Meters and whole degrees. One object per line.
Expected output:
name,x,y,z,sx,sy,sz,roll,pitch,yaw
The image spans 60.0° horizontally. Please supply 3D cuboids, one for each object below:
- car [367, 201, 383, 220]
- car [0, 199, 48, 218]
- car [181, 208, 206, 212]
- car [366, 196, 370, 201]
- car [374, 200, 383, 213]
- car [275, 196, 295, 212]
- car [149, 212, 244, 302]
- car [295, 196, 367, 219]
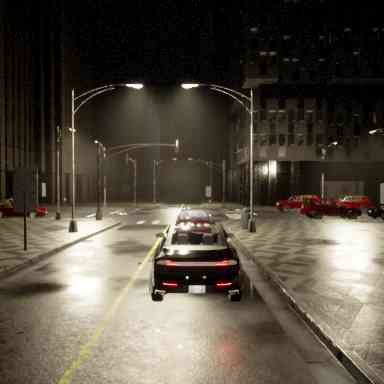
car,17.716,1.742,29.204,4.313,1.339,1.947,0,1,0
car,-14.968,1.567,29.050,4.507,1.381,1.887,0,1,0
car,0.071,1.550,17.963,2.033,1.411,5.357,0,0,0
car,17.687,1.353,37.725,5.009,1.841,2.192,0,1,0
car,23.329,1.634,37.754,4.313,1.339,1.947,0,1,0
car,12.044,1.325,37.698,5.009,1.841,2.192,0,1,0
car,0.086,1.490,8.253,2.128,1.511,4.902,0,0,0
car,12.074,1.463,29.175,5.009,1.841,2.192,0,1,0
